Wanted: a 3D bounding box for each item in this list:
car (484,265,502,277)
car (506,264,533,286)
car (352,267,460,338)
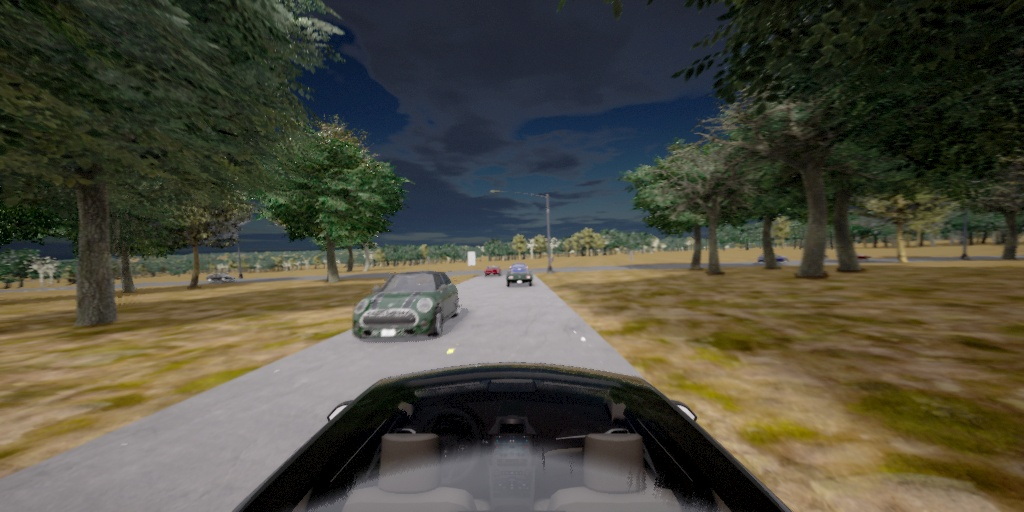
[{"bbox_3d":[-2.246,1.781,42.925,1.895,1.301,4.718,-2,-1,1],"label":"car"},{"bbox_3d":[0.568,1.533,27.073,1.895,1.301,4.718,-2,-1,1],"label":"car"},{"bbox_3d":[-2.904,1.237,10.732,2.097,1.767,4.553,-2,0,1],"label":"car"}]
